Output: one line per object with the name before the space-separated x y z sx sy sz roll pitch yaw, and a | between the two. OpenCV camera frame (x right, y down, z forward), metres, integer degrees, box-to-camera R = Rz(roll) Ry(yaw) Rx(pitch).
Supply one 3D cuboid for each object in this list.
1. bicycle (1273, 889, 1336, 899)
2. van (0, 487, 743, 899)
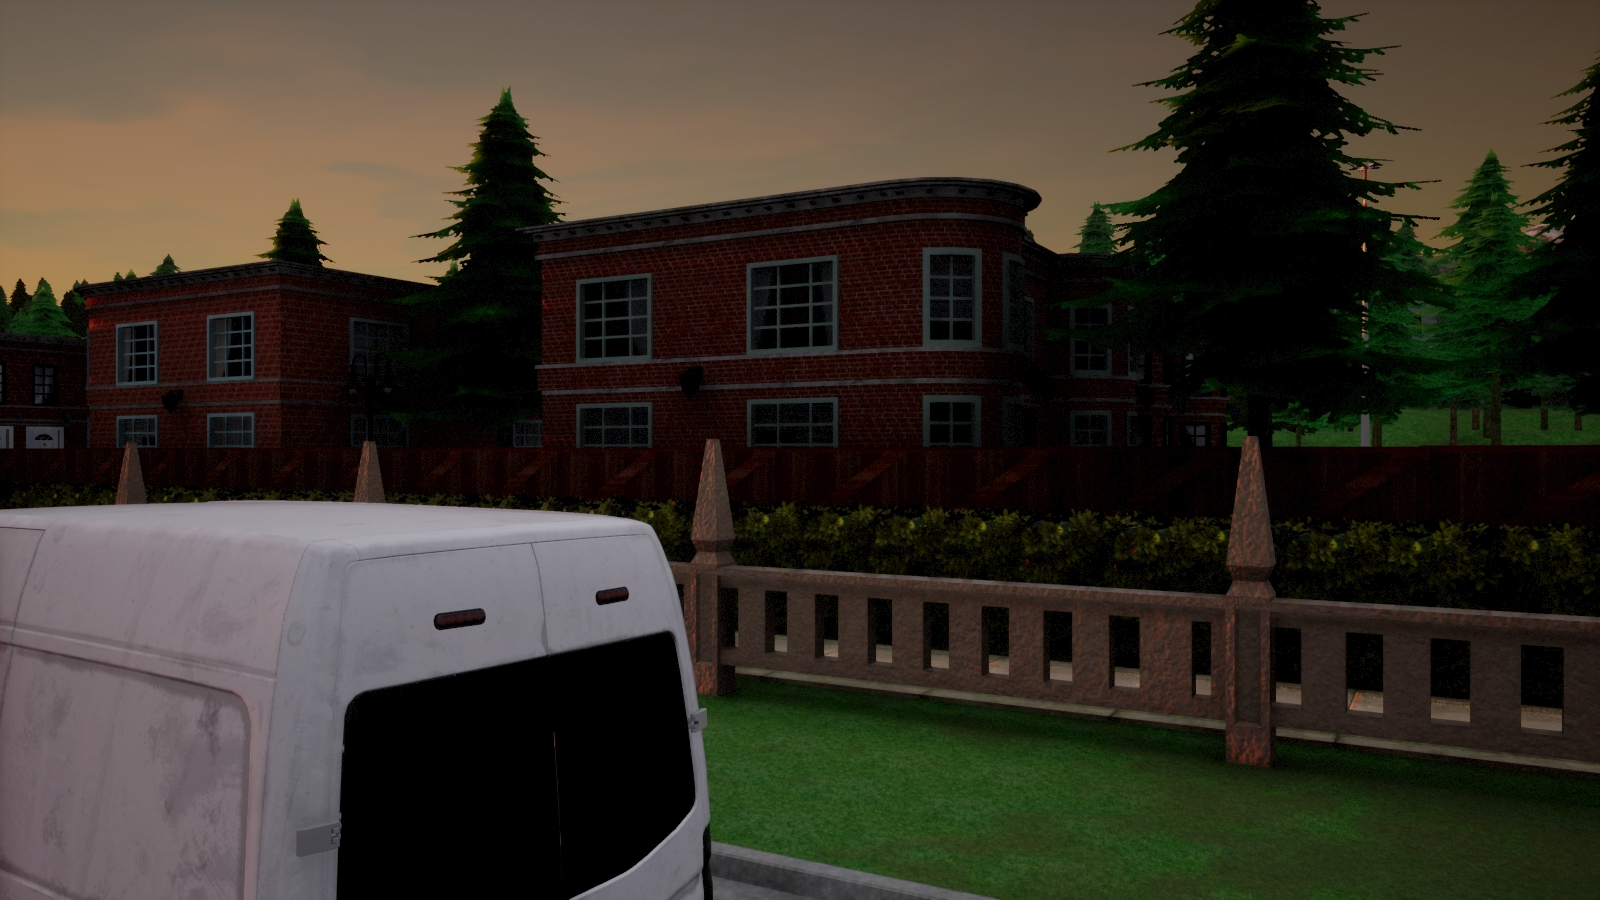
bicycle | 2.142 2.060 2.830 1.835 1.471 0.329 0 0 30
van | -3.240 1.534 5.467 5.915 2.561 1.988 0 0 34
